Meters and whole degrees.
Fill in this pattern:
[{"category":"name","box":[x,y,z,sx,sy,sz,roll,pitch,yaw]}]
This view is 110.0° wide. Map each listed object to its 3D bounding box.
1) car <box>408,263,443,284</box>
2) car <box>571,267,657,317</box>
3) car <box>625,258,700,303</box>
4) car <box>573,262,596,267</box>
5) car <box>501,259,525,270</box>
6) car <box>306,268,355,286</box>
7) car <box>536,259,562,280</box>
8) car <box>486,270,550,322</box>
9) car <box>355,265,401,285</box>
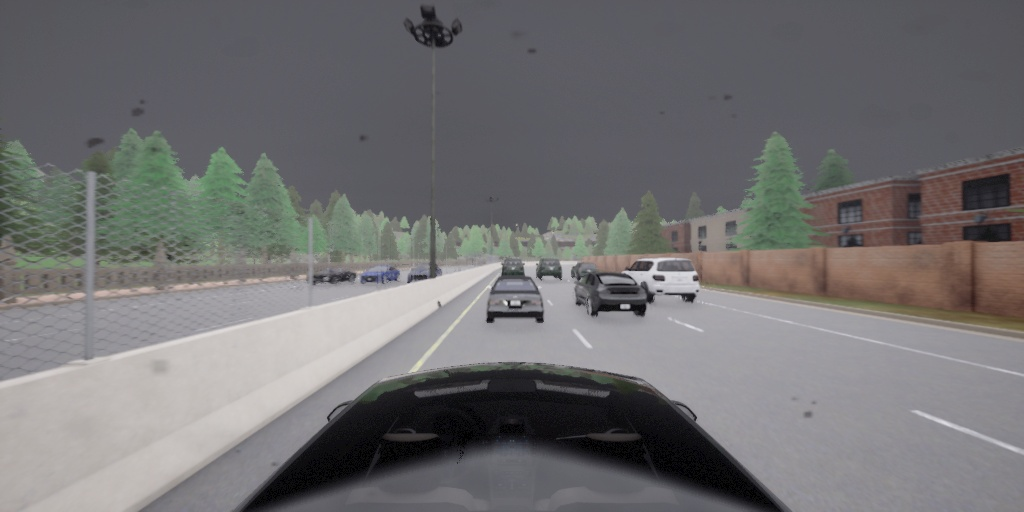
[{"category":"car","box":[-7.101,1.358,29.794,2.097,1.767,4.553,0,-1,0]},{"category":"car","box":[3.597,1.368,13.808,1.837,1.490,4.892,0,0,0]},{"category":"car","box":[7.095,1.122,17.860,2.150,2.045,5.566,0,0,0]},{"category":"car","box":[7.089,1.409,35.162,2.097,1.767,4.553,0,-1,0]},{"category":"car","box":[0.091,1.286,35.901,2.150,2.045,5.566,0,0,0]},{"category":"car","box":[-14.105,1.593,28.317,1.895,1.301,4.718,0,-1,0]},{"category":"car","box":[3.589,1.281,35.313,2.150,2.045,5.566,0,0,0]},{"category":"car","box":[0.096,1.398,12.667,2.033,1.411,5.357,0,-1,0]},{"category":"car","box":[-10.602,1.478,29.220,1.882,1.535,5.008,0,-1,0]}]
